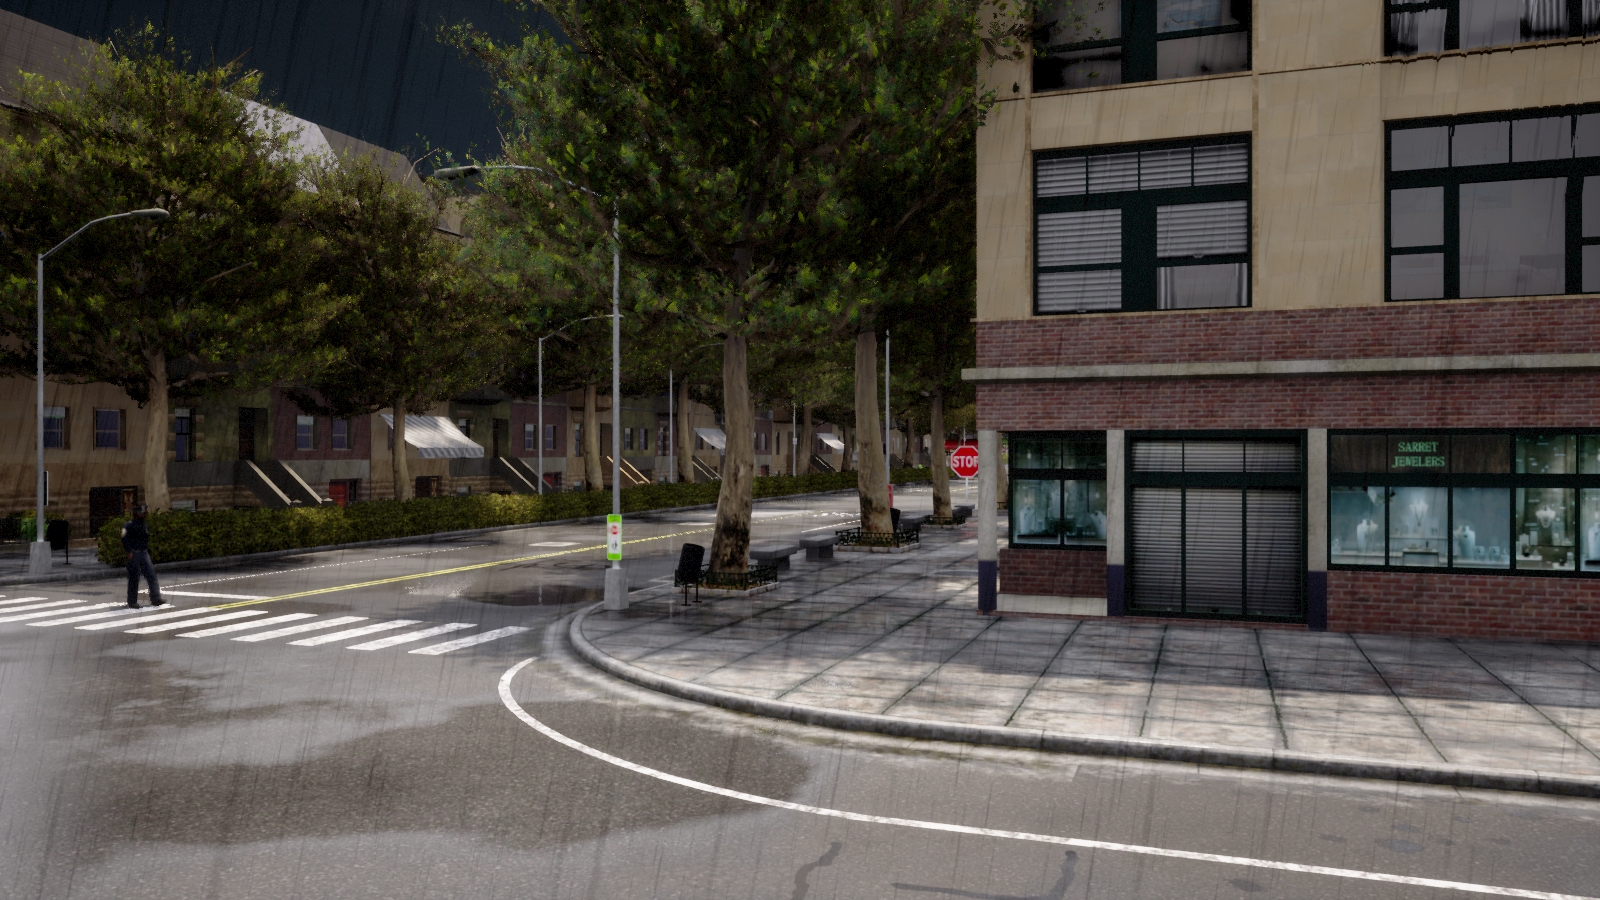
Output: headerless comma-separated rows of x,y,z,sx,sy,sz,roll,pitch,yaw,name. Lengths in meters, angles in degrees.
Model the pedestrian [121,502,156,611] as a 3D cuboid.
-11.574,1.856,20.000,0.375,1.860,0.375,0,0,22,pedestrian
